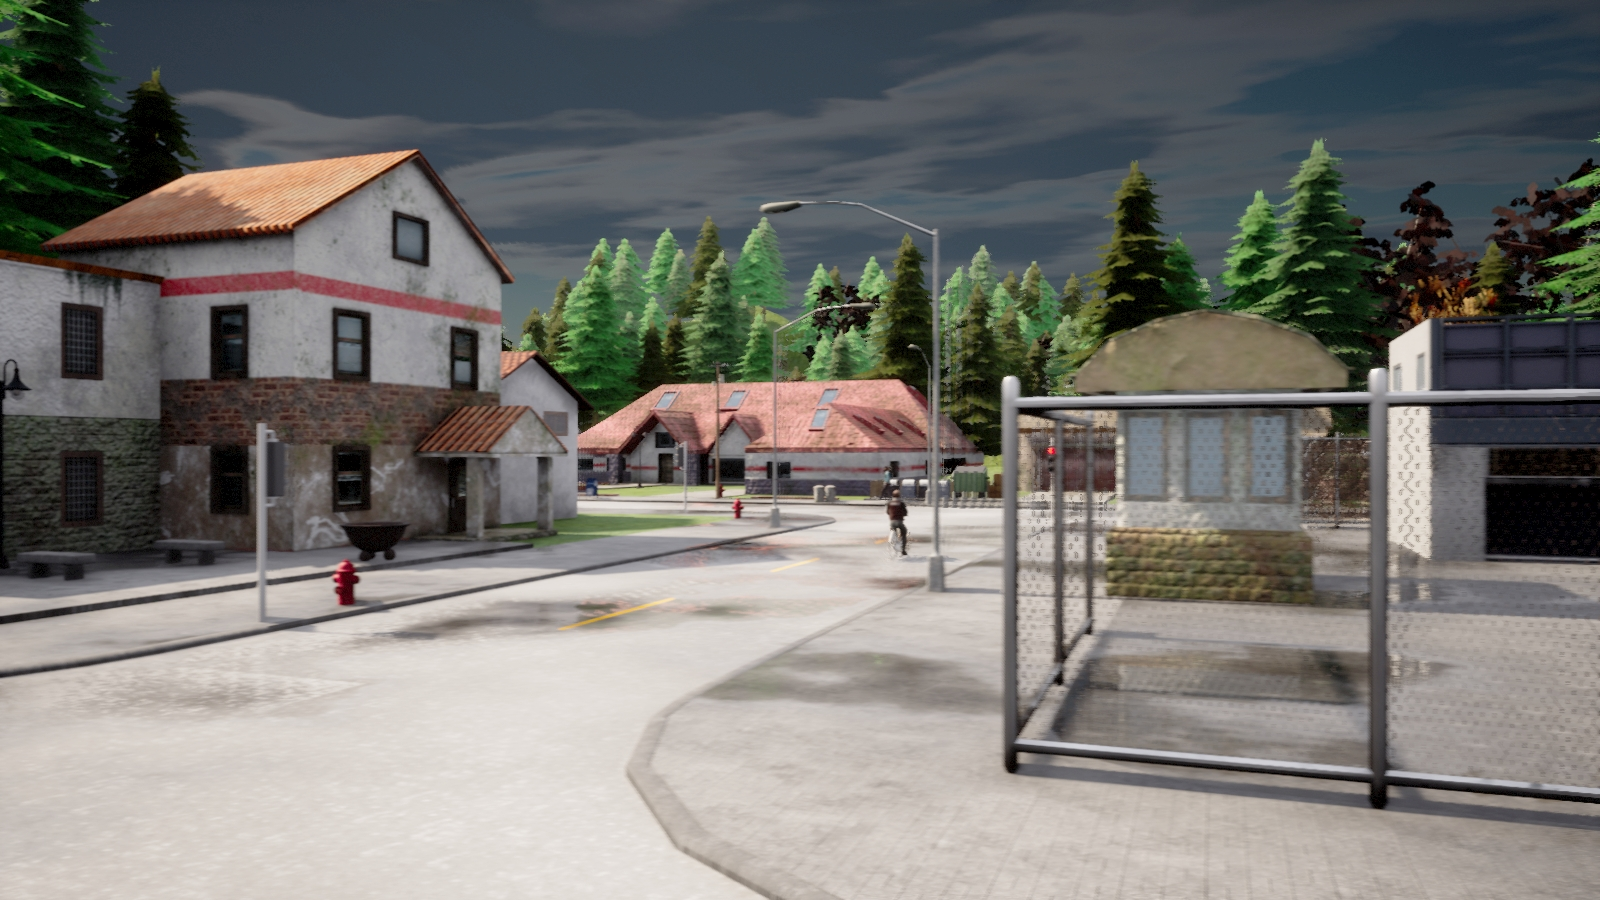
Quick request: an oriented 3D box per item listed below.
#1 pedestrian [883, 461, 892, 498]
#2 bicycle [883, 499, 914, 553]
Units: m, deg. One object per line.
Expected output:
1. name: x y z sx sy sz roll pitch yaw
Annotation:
1. pedestrian: 4.515 1.524 59.123 0.375 1.860 0.375 0 0 20
2. bicycle: 2.570 1.940 29.631 0.329 1.271 1.835 0 0 20
